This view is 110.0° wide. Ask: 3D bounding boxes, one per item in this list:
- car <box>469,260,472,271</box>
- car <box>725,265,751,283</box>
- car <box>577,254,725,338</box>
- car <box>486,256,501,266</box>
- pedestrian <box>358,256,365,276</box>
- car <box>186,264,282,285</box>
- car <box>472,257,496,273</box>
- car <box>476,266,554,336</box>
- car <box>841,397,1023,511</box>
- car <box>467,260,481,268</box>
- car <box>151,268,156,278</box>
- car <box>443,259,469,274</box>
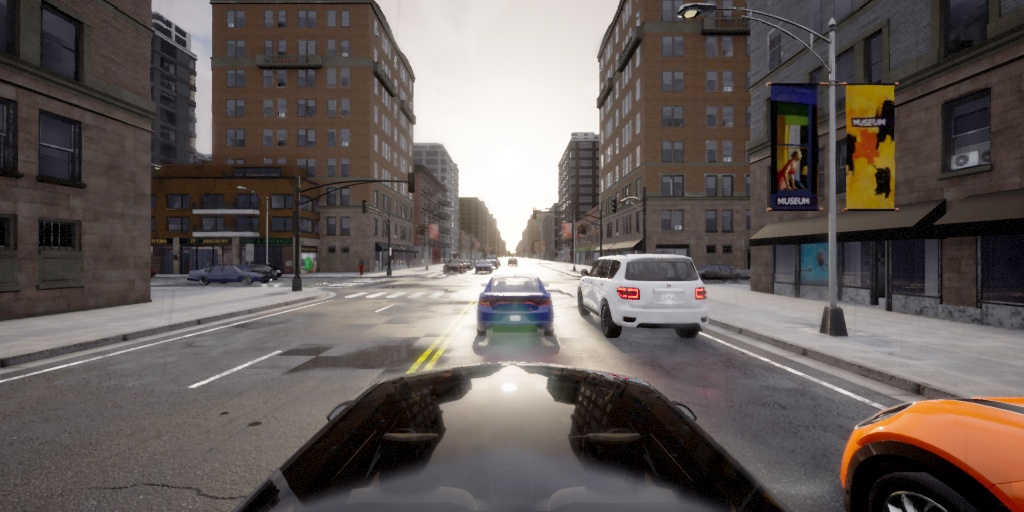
[{"bbox_3d":[-6.546,1.252,50.363,1.837,1.490,4.892,0,0,1],"label":"car"},{"bbox_3d":[15.868,1.338,28.322,5.357,1.411,2.033,0,0,0],"label":"car"},{"bbox_3d":[3.341,0.972,10.295,2.150,2.045,5.566,0,0,0],"label":"car"},{"bbox_3d":[-3.287,0.966,55.860,2.150,2.045,5.566,0,0,0],"label":"car"},{"bbox_3d":[-14.110,0.920,33.569,0.375,1.860,0.375,0,0,0],"label":"pedestrian"},{"bbox_3d":[-19.624,1.291,25.241,5.357,1.411,2.033,0,0,0],"label":"car"},{"bbox_3d":[-3.309,1.226,43.047,1.882,1.535,5.008,0,0,0],"label":"car"},{"bbox_3d":[0.090,1.228,10.436,1.882,1.535,5.008,0,0,0],"label":"car"},{"bbox_3d":[3.343,1.102,0.585,2.097,1.767,4.553,0,0,0],"label":"car"},{"bbox_3d":[-6.511,1.344,61.697,1.895,1.301,4.718,0,0,-1],"label":"car"},{"bbox_3d":[-33.118,1.343,30.809,4.207,1.307,1.802,0,0,0],"label":"car"},{"bbox_3d":[-6.559,1.101,41.311,2.097,1.767,4.553,0,0,0],"label":"car"}]
